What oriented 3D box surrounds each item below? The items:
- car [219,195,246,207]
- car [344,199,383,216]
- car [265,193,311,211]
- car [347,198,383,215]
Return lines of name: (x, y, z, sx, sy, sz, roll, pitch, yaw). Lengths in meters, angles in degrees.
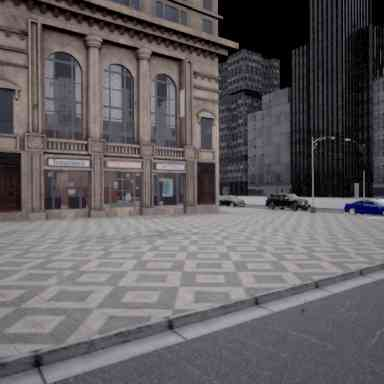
car: (5.557, 1.244, 47.215, 2.097, 1.767, 4.553, -1, 0, -34)
car: (16.698, 1.426, 30.714, 1.882, 1.535, 5.008, -1, 1, -35)
car: (11.128, 1.142, 38.951, 2.150, 2.045, 5.566, -1, 0, -34)
car: (18.452, 1.442, 33.825, 1.812, 1.442, 4.674, -1, 1, -34)
